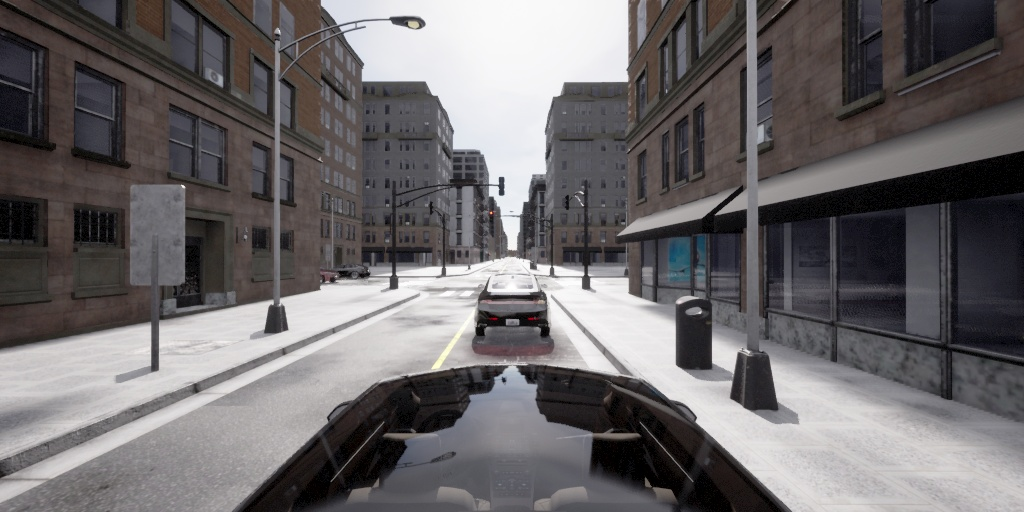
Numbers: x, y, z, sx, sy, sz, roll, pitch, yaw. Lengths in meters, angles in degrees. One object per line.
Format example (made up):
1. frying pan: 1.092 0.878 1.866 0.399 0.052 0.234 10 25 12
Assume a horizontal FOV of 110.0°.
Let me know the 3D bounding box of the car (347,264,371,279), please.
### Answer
1. car: -14.686 1.330 31.513 4.313 1.339 1.948 0 0 0

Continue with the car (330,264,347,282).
1. car: -14.743 1.300 26.031 4.181 1.385 1.994 0 0 0

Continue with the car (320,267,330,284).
1. car: -14.713 1.289 23.487 4.313 1.339 1.948 0 0 0

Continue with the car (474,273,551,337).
1. car: 0.022 1.242 10.302 2.128 1.511 4.902 0 0 0
